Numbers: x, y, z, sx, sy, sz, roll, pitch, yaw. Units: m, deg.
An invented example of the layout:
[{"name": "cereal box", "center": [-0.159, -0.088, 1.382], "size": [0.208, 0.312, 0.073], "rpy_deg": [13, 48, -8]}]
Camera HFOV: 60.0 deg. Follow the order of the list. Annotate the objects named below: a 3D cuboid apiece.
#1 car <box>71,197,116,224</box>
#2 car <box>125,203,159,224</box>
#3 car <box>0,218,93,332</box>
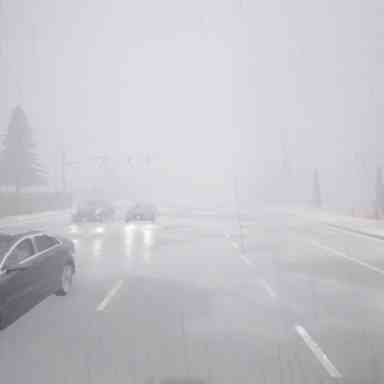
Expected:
[{"name": "car", "center": [-7.008, 1.252, 24.033], "size": [2.097, 1.767, 4.553], "rpy_deg": [0, 0, 0]}, {"name": "car", "center": [-3.508, 1.465, 23.926], "size": [1.994, 1.385, 4.181], "rpy_deg": [0, 0, 1]}, {"name": "car", "center": [-3.580, 1.467, 5.793], "size": [2.128, 1.511, 4.902], "rpy_deg": [0, 0, 0]}]
